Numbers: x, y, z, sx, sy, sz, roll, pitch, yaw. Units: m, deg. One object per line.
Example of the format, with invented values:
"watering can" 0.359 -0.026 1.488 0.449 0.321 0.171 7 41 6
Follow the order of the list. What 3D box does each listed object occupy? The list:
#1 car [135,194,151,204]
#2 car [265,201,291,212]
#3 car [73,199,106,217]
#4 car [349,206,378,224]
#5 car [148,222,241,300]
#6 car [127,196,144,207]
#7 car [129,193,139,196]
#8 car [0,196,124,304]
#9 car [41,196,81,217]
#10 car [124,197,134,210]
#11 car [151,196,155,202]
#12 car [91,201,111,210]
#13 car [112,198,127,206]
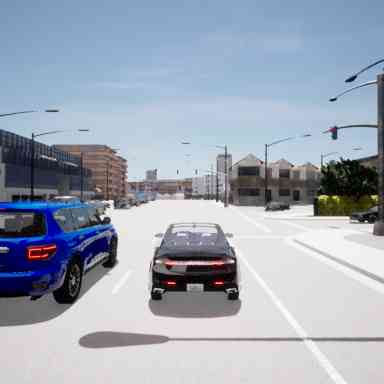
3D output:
"car" -10.583 1.839 71.138 2.033 1.411 5.357 0 1 0
"car" 12.004 1.988 46.172 4.181 1.385 1.994 1 -1 -44
"car" -10.641 1.618 34.851 2.097 1.767 4.553 0 -1 0
"car" 15.071 1.686 25.515 5.357 1.411 2.033 0 -1 0
"car" 0.059 1.506 8.387 2.128 1.511 4.902 0 0 0
"car" -10.635 1.917 61.026 1.837 1.490 4.892 0 0 0
"car" -14.088 1.594 75.360 2.097 1.767 4.553 0 1 0
"car" -3.442 1.239 8.343 2.150 2.045 5.566 0 0 0
"car" -14.140 1.508 36.286 2.150 2.045 5.566 0 -1 0
"car" -10.653 1.921 50.832 1.837 1.490 4.892 0 -1 0
"car" -10.600 1.704 85.314 2.128 1.511 4.902 0 0 0
"car" -14.157 2.029 51.905 1.895 1.301 4.718 0 0 0
"car" -14.107 1.890 64.747 1.837 1.490 4.892 0 0 0
